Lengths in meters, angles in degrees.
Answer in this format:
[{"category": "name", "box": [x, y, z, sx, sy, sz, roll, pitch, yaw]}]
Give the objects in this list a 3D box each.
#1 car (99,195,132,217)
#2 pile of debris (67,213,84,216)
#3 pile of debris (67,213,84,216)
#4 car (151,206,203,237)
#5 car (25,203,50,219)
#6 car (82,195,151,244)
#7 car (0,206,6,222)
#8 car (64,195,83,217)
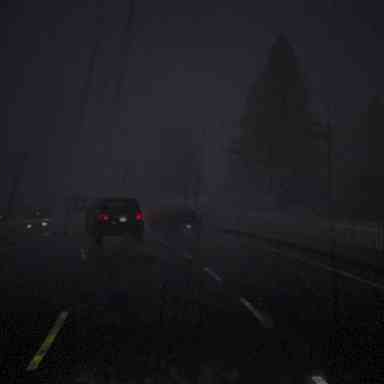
[{"category": "car", "box": [-7.877, 1.292, 33.891, 2.150, 2.045, 5.566, 0, 0, -25]}, {"category": "pile of debris", "box": [-11.980, 2.271, 34.217, 1.500, 0.140, 1.860, 0, 0, -25]}, {"category": "pile of debris", "box": [-11.980, 2.271, 34.217, 1.500, 0.140, 1.860, 0, 0, -25]}, {"category": "car", "box": [-1.034, 1.511, 18.403, 2.128, 1.511, 4.902, 0, 0, -22]}, {"category": "car", "box": [-13.886, 1.680, 29.975, 1.994, 1.385, 4.181, 0, 0, -25]}, {"category": "car", "box": [-3.938, 1.258, 16.504, 2.150, 2.045, 5.566, 0, 0, -23]}, {"category": "car", "box": [-16.443, 1.682, 27.111, 1.994, 1.385, 4.181, 0, 0, -24]}, {"category": "car", "box": [-11.456, 1.312, 33.295, 2.150, 2.045, 5.566, 0, 0, -25]}]
